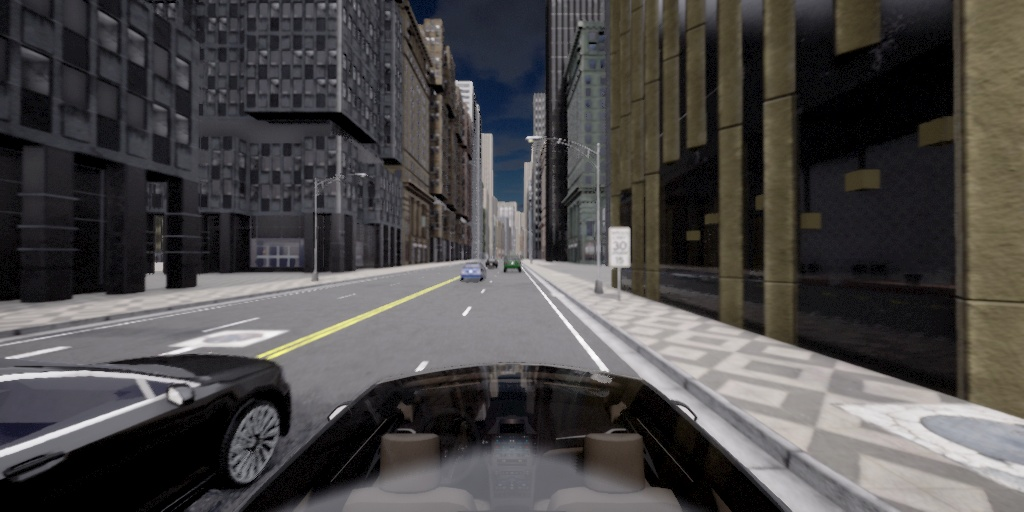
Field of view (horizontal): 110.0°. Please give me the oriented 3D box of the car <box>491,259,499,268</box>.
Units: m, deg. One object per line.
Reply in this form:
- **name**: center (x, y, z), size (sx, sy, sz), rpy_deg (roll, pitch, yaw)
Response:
- **car**: center (-3.126, 1.135, 56.526), size (1.882, 1.535, 5.008), rpy_deg (0, 0, 0)

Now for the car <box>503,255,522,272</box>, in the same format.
- **car**: center (0.062, 0.901, 43.733), size (2.150, 2.045, 5.566), rpy_deg (0, 0, 0)

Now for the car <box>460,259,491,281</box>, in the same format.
- **car**: center (-3.137, 1.252, 29.888), size (2.033, 1.411, 5.357), rpy_deg (0, 0, 0)

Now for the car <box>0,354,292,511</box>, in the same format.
- **car**: center (-3.149, 1.242, 1.674), size (2.128, 1.511, 4.902), rpy_deg (0, 0, 0)
